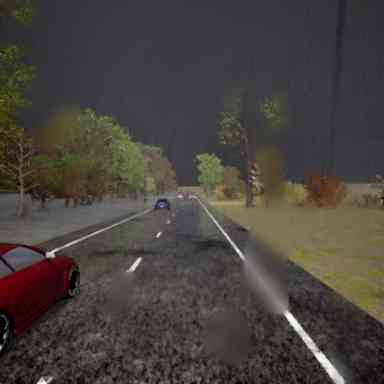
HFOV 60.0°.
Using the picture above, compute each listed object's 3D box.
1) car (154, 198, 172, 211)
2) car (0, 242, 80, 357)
[{"bbox_3d":[-3.486,1.498,40.579,1.812,1.442,4.674,0,0,0],"label":"car"},{"bbox_3d":[-3.498,1.563,5.807,1.994,1.385,4.181,0,0,0],"label":"car"}]
